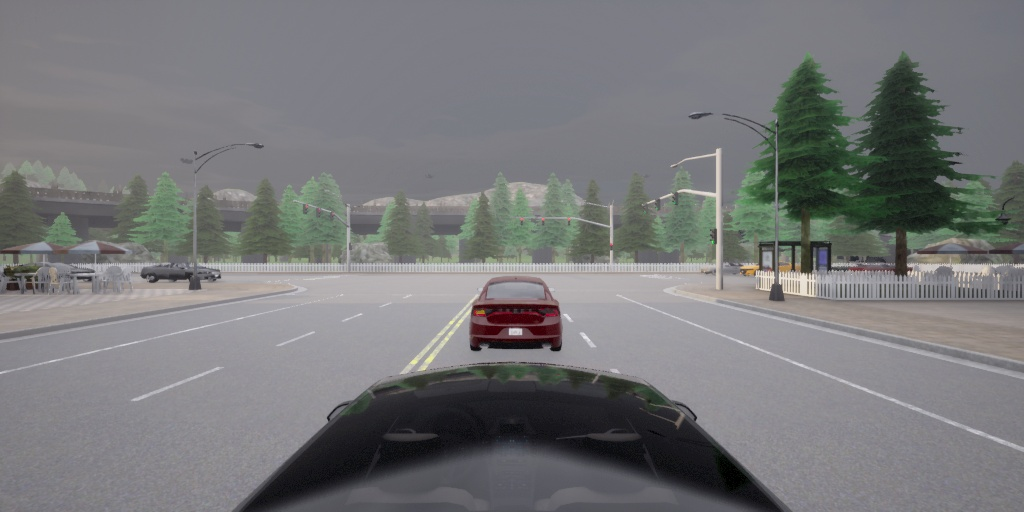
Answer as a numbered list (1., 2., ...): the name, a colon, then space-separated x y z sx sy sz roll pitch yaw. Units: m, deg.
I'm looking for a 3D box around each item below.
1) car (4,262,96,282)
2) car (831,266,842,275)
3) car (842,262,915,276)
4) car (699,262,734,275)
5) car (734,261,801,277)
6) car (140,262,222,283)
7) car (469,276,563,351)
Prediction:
1. car: -33.609 1.172 26.197 5.008 1.535 1.882 0 0 -2
2. car: 34.797 1.295 36.396 4.718 1.301 1.895 0 0 3
3. car: 33.818 1.295 32.912 4.718 1.301 1.895 0 0 3
4. car: 21.882 1.295 36.659 4.718 1.301 1.895 0 0 1
5. car: 23.818 1.172 33.127 5.008 1.535 1.882 0 0 1
6. car: -24.128 1.186 26.256 4.902 1.511 2.128 0 0 -2
7. car: 0.103 1.228 9.002 1.882 1.535 5.008 0 0 1
